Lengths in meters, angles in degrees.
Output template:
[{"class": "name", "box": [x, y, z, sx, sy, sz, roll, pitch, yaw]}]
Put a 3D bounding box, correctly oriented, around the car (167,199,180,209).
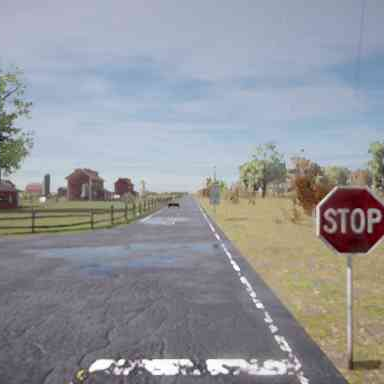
[{"class": "car", "box": [-2.832, 1.820, 52.154, 1.895, 1.301, 4.718, 0, 0, 0]}]
